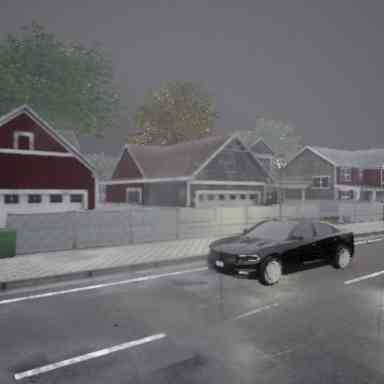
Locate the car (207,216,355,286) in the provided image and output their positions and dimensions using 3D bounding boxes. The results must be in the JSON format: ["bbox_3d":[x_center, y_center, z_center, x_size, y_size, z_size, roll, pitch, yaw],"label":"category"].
[{"bbox_3d":[2.712,1.492,9.610,5.008,1.535,1.882,0,0,-35],"label":"car"}]
